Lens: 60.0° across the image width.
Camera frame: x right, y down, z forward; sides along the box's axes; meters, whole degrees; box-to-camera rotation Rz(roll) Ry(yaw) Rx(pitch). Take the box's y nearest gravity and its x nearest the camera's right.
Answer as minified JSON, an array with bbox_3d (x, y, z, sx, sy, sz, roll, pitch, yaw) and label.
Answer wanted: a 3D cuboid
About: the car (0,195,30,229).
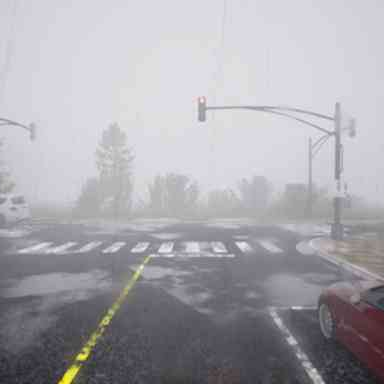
[{"bbox_3d":[-13.311,1.211,21.179,5.566,2.045,2.150,0,1,0],"label":"car"}]

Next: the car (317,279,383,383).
[{"bbox_3d":[2.814,1.580,3.619,1.802,1.307,4.206,-1,0,0],"label":"car"}]
